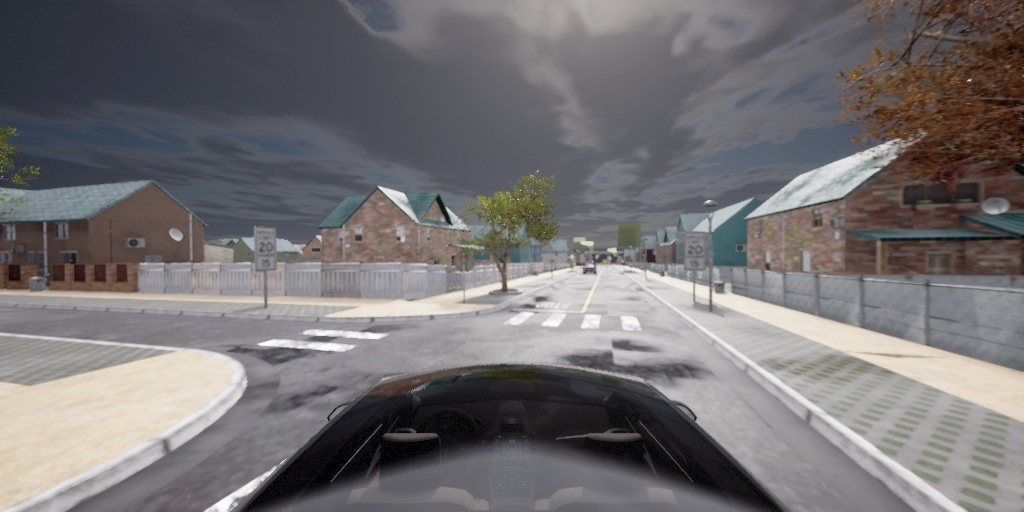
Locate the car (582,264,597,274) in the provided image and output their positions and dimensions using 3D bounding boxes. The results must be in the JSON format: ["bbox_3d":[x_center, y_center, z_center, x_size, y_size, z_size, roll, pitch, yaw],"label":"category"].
[{"bbox_3d":[11.315,1.880,51.947,2.033,1.411,5.357,0,-1,15],"label":"car"}]
